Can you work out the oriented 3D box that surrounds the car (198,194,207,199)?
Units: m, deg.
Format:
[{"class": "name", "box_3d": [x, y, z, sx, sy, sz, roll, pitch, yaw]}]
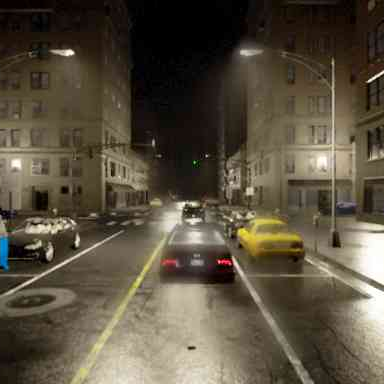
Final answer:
[{"class": "car", "box_3d": [2.730, 1.670, 66.998, 1.967, 1.590, 4.097, 0, 0, 0]}]

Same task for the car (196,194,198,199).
[{"class": "car", "box_3d": [2.746, 1.581, 78.363, 2.192, 1.841, 5.009, 0, 0, 0]}]

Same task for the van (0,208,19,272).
[{"class": "van", "box_3d": [-5.384, 1.364, 6.594, 1.690, 1.788, 3.998, 0, 0, 0]}]

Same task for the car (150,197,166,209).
[{"class": "car", "box_3d": [-5.319, 1.698, 49.793, 1.752, 1.417, 4.829, 0, 0, 0]}]

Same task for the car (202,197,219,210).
[{"class": "car", "box_3d": [2.698, 1.705, 44.271, 2.008, 1.369, 4.403, 0, 0, 0]}]

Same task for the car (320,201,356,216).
[{"class": "car", "box_3d": [14.560, 1.586, 32.019, 4.181, 1.385, 1.994, 0, 0, 0]}]

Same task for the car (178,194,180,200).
[{"class": "car", "box_3d": [-5.255, 1.636, 95.413, 2.192, 1.841, 5.009, 0, 0, 0]}]

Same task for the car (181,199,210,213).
[{"class": "car", "box_3d": [0.133, 1.585, 27.793, 2.128, 1.511, 4.902, 0, 0, 0]}]

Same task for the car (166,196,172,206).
[{"class": "car", "box_3d": [-5.303, 1.777, 61.325, 1.947, 1.339, 4.313, 0, 0, 0]}]

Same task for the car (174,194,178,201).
[{"class": "car", "box_3d": [-5.271, 1.725, 84.050, 1.967, 1.590, 4.097, 0, 0, 0]}]

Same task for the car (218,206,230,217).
[{"class": "car", "box_3d": [2.662, 1.612, 17.396, 2.008, 1.369, 4.403, 0, 0, 0]}]

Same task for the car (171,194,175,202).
[{"class": "car", "box_3d": [-5.287, 1.799, 72.688, 2.008, 1.369, 4.403, 0, 0, 0]}]

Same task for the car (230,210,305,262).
[{"class": "car", "box_3d": [2.660, 1.568, 12.159, 1.752, 1.417, 4.829, 0, 0, 0]}]

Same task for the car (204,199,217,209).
[{"class": "car", "box_3d": [2.706, 1.756, 49.953, 1.802, 1.307, 4.206, 0, 0, 0]}]

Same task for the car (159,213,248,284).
[{"class": "car", "box_3d": [0.113, 1.582, 9.674, 2.033, 1.411, 5.357, 0, 0, 0]}]

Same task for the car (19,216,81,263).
[{"class": "car", "box_3d": [-5.375, 1.593, 12.000, 2.008, 1.369, 4.403, 0, 0, 0]}]
